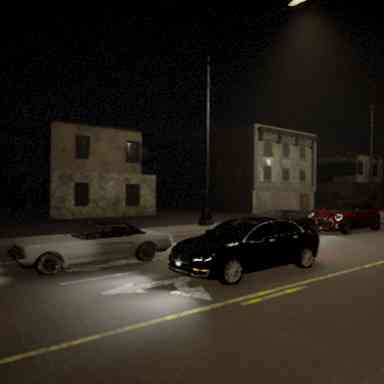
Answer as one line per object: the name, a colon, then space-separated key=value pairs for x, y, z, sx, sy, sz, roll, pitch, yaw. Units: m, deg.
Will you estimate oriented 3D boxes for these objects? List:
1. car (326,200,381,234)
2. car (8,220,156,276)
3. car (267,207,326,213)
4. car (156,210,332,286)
car: x=8.526 y=1.276 z=18.606 sx=4.553 sy=1.767 sz=2.097 roll=0 pitch=0 yaw=-35
car: x=-3.047 y=1.587 z=10.413 sx=4.718 sy=1.301 sz=1.895 roll=0 pitch=0 yaw=-35
car: x=3.929 y=1.513 z=15.264 sx=4.181 sy=1.385 sz=1.994 roll=0 pitch=0 yaw=-35
car: x=1.646 y=1.476 z=9.451 sx=4.892 sy=1.490 sz=1.837 roll=0 pitch=0 yaw=-35
